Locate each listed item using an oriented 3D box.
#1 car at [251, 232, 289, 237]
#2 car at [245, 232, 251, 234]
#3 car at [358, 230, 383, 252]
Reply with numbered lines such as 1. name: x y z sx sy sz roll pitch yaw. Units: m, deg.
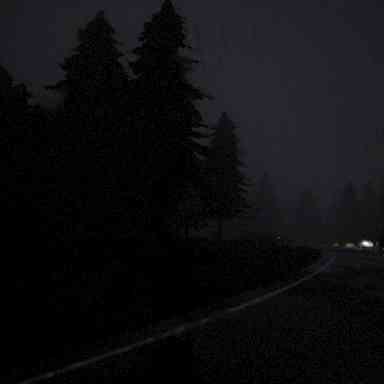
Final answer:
1. car: 8.618 4.937 35.413 1.895 1.301 4.718 5 -8 -19
2. car: 7.930 6.010 44.366 1.812 1.442 4.674 5 -8 -31
3. car: 13.263 3.393 23.228 2.128 1.511 4.902 3 -7 7
